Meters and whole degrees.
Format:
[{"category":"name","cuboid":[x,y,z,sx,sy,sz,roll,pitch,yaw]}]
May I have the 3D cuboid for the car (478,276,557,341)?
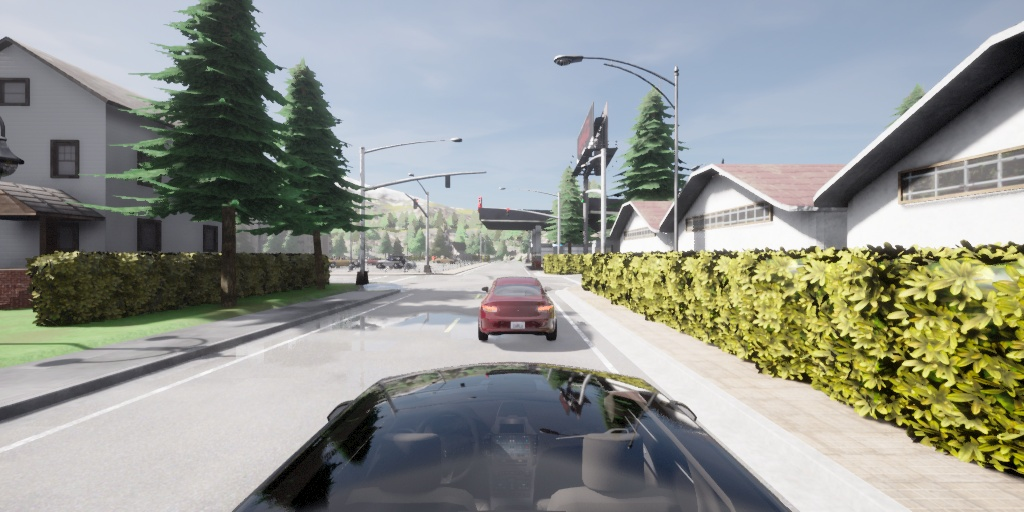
[{"category":"car","cuboid":[0.129,1.276,9.766,1.812,1.442,4.674,0,0,0]}]
